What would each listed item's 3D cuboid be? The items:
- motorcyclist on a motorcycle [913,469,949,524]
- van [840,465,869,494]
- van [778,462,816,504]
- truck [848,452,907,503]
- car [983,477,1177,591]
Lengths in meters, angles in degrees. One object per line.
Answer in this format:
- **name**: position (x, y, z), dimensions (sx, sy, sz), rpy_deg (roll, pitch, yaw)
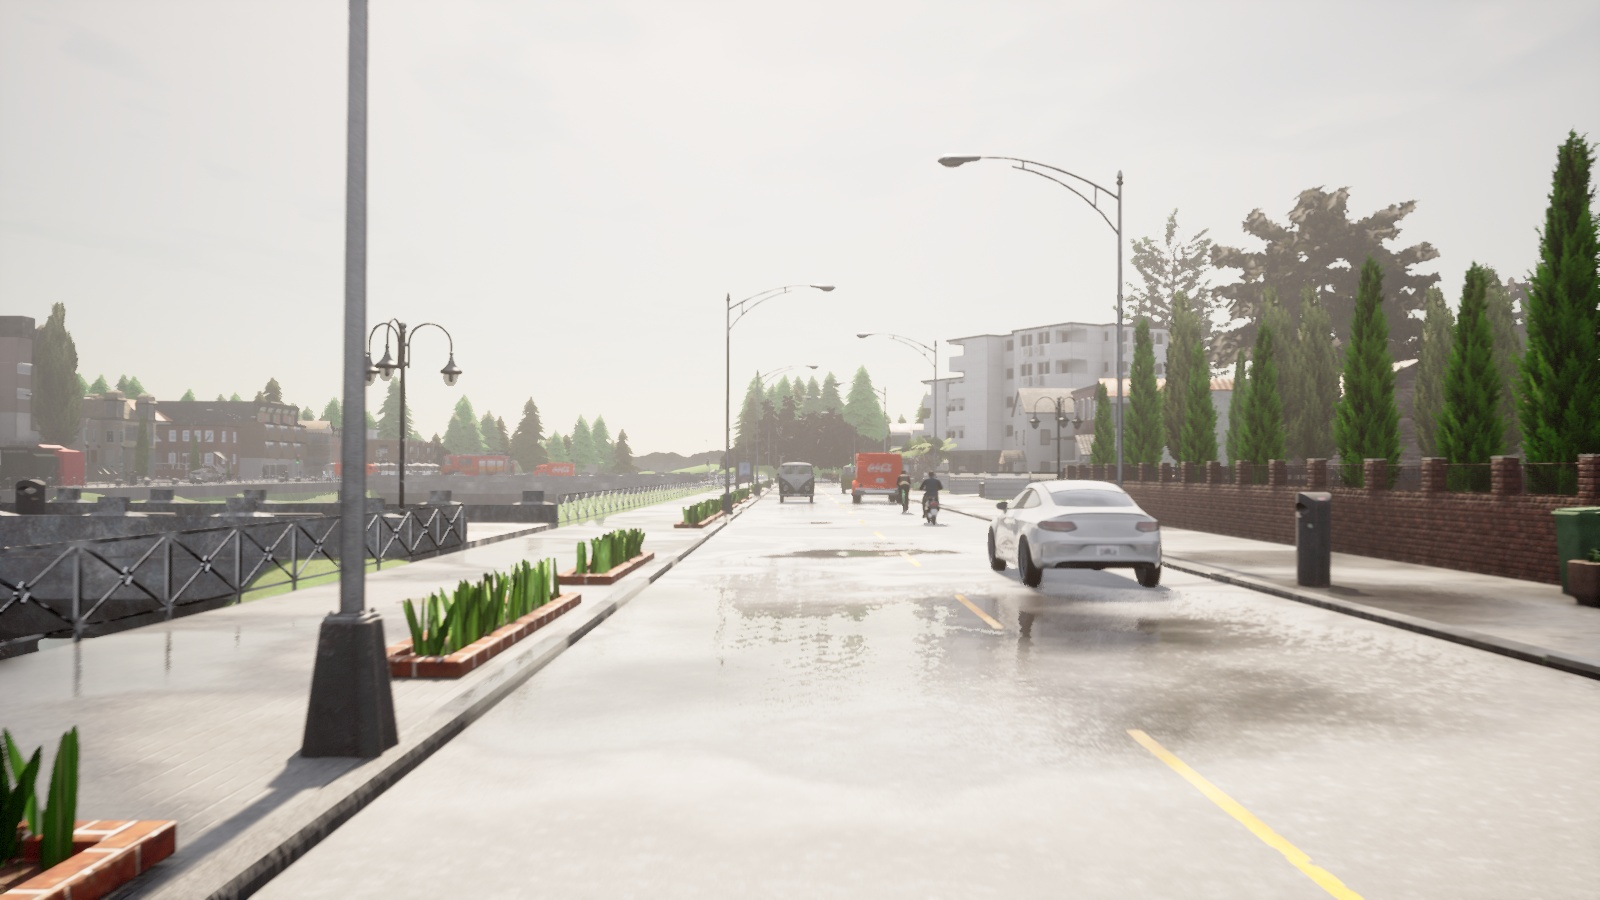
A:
- **motorcyclist on a motorcycle**: position (3.912, 1.381, 37.536), dimensions (0.866, 1.590, 1.817), rpy_deg (0, -1, 0)
- **van**: position (3.792, 2.025, 87.980), dimensions (1.775, 1.987, 4.442), rpy_deg (0, -1, 0)
- **van**: position (-0.147, 1.607, 62.041), dimensions (1.775, 1.987, 4.442), rpy_deg (0, -1, 0)
- **truck**: position (3.850, 1.369, 63.107), dimensions (2.627, 2.467, 5.204), rpy_deg (0, -1, 0)
- **car**: position (3.957, 1.136, 18.587), dimensions (1.812, 1.442, 4.674), rpy_deg (0, -1, 0)
